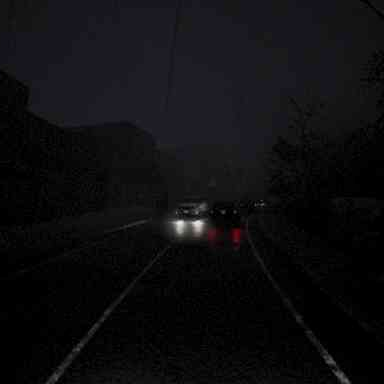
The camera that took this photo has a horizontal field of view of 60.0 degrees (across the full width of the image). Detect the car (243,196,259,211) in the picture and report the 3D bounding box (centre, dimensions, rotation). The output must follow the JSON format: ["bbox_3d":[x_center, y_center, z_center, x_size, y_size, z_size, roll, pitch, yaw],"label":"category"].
[{"bbox_3d":[6.786,1.612,42.142,2.033,1.411,5.357,-2,0,18],"label":"car"}]

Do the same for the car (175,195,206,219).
[{"bbox_3d":[0.075,1.366,31.508,2.150,2.045,5.566,-1,0,13],"label":"car"}]

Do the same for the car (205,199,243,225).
[{"bbox_3d":[2.482,1.412,24.516,2.097,1.767,4.553,-1,0,10],"label":"car"}]

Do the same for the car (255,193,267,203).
[{"bbox_3d":[14.329,1.319,70.000,2.150,2.045,5.566,-3,-1,25],"label":"car"}]
